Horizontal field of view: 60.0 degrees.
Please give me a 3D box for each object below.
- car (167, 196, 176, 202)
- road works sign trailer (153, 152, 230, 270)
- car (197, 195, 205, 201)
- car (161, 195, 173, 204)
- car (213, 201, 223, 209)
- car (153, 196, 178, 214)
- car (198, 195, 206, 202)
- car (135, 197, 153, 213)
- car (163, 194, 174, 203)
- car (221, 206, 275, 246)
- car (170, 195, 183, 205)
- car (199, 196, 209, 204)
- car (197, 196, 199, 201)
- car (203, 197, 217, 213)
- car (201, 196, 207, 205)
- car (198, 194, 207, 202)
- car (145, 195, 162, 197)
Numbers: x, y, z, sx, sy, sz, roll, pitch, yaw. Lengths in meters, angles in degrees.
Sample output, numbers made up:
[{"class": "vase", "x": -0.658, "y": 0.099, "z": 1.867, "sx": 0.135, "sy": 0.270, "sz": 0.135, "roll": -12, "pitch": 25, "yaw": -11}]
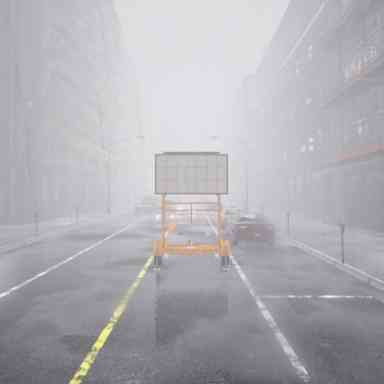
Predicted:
[{"class": "car", "x": -5.344, "y": 1.828, "z": 87.304, "sx": 1.947, "sy": 1.339, "sz": 4.313, "roll": 1, "pitch": 0, "yaw": 0}, {"class": "road works sign trailer", "x": -0.017, "y": 0.475, "z": 11.018, "sx": 2.380, "sy": 3.560, "sz": 2.880, "roll": 0, "pitch": 0, "yaw": 0}, {"class": "car", "x": 2.502, "y": 1.732, "z": 92.781, "sx": 1.967, "sy": 1.590, "sz": 4.097, "roll": 1, "pitch": 0, "yaw": 0}, {"class": "car", "x": -5.328, "y": 1.499, "z": 70.713, "sx": 2.192, "sy": 1.841, "sz": 5.009, "roll": 1, "pitch": 0, "yaw": 0}, {"class": "car", "x": 2.575, "y": 1.553, "z": 21.050, "sx": 1.752, "sy": 1.417, "sz": 4.829, "roll": 1, "pitch": 0, "yaw": 0}, {"class": "car", "x": -2.868, "y": 1.543, "z": 36.955, "sx": 1.882, "sy": 1.535, "sz": 5.008, "roll": 0, "pitch": 0, "yaw": 0}, {"class": "car", "x": 2.553, "y": 1.682, "z": 59.594, "sx": 1.887, "sy": 1.381, "sz": 4.507, "roll": 1, "pitch": 0, "yaw": 0}, {"class": "car", "x": -5.315, "y": 1.592, "z": 37.359, "sx": 1.752, "sy": 1.417, "sz": 4.829, "roll": 2, "pitch": 0, "yaw": 0}, {"class": "car", "x": -5.331, "y": 1.524, "z": 76.243, "sx": 2.192, "sy": 1.841, "sz": 5.009, "roll": 1, "pitch": 0, "yaw": 0}, {"class": "car", "x": 2.577, "y": 1.563, "z": 15.348, "sx": 1.887, "sy": 1.381, "sz": 4.507, "roll": 1, "pitch": 0, "yaw": 0}, {"class": "car", "x": -2.783, "y": 1.628, "z": 62.963, "sx": 1.882, "sy": 1.535, "sz": 5.008, "roll": 0, "pitch": 0, "yaw": 0}, {"class": "car", "x": 2.557, "y": 1.624, "z": 70.656, "sx": 1.967, "sy": 1.590, "sz": 4.097, "roll": 1, "pitch": 0, "yaw": 0}, {"class": "car", "x": 2.550, "y": 1.704, "z": 65.124, "sx": 1.887, "sy": 1.381, "sz": 4.507, "roll": 1, "pitch": 0, "yaw": 0}, {"class": "car", "x": 2.565, "y": 1.612, "z": 37.470, "sx": 1.887, "sy": 1.381, "sz": 4.507, "roll": 1, "pitch": 0, "yaw": 0}, {"class": "car", "x": 2.562, "y": 1.633, "z": 43.002, "sx": 2.008, "sy": 1.369, "sz": 4.403, "roll": 1, "pitch": 0, "yaw": 0}, {"class": "car", "x": 2.511, "y": 1.549, "z": 81.718, "sx": 2.192, "sy": 1.841, "sz": 5.009, "roll": 1, "pitch": 0, "yaw": 0}, {"class": "car", "x": -5.312, "y": 1.397, "z": 43.062, "sx": 2.192, "sy": 1.841, "sz": 5.009, "roll": 2, "pitch": 0, "yaw": 0}]
